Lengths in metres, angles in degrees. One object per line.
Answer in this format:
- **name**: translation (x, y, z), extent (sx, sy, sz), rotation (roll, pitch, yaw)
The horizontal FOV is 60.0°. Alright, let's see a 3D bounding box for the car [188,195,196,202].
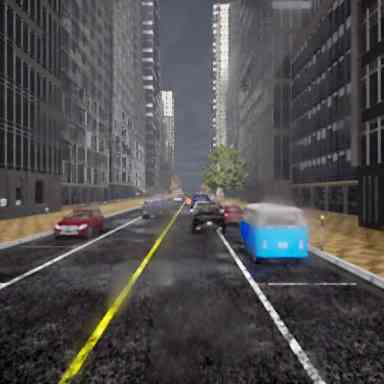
- **car**: translation (-0.004, 1.420, 70.461), extent (1.812, 1.442, 4.674), rotation (0, 0, 0)

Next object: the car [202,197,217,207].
- **car**: translation (2.688, 1.524, 51.527), extent (2.008, 1.369, 4.403), rotation (0, 0, 0)

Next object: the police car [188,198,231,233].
- **police car**: translation (0.899, 1.418, 19.809), extent (1.930, 1.638, 5.238), rotation (0, 0, 0)

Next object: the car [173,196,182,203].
- **car**: translation (-3.004, 1.529, 70.151), extent (1.895, 1.301, 4.718), rotation (0, 0, 0)

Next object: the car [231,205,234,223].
- **car**: translation (2.689, 1.572, 23.064), extent (1.802, 1.307, 4.206), rotation (0, 0, 0)

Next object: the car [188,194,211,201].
- **car**: translation (0.898, 1.210, 35.729), extent (2.150, 2.045, 5.566), rotation (0, 0, 0)

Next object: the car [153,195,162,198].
- **car**: translation (-5.693, 1.530, 45.837), extent (2.008, 1.369, 4.403), rotation (0, 0, 0)

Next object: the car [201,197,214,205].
- **car**: translation (2.688, 1.515, 57.219), extent (2.008, 1.369, 4.403), rotation (0, 0, 0)

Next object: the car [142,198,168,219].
- **car**: translation (-3.102, 1.535, 28.845), extent (2.033, 1.411, 5.357), rotation (0, 0, 0)

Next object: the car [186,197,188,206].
- **car**: translation (-0.003, 1.320, 55.430), extent (2.097, 1.767, 4.553), rotation (0, 0, 0)

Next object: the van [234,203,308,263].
- **van**: translation (2.689, 1.336, 11.680), extent (1.690, 1.788, 3.998), rotation (0, 0, 0)

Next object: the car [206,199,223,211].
- **car**: translation (2.688, 1.565, 40.142), extent (1.802, 1.307, 4.206), rotation (0, 0, 0)

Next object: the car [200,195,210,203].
- **car**: translation (2.687, 1.383, 68.604), extent (1.967, 1.590, 4.097), rotation (0, 0, 0)

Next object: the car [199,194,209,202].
- **car**: translation (2.687, 1.372, 74.296), extent (1.967, 1.590, 4.097), rotation (0, 0, 0)

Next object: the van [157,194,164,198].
- **van**: translation (-5.693, 1.306, 57.222), extent (1.690, 1.788, 3.998), rotation (0, 0, 0)

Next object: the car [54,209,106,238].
- **car**: translation (-5.692, 1.575, 17.374), extent (1.802, 1.307, 4.206), rotation (0, 0, 0)
